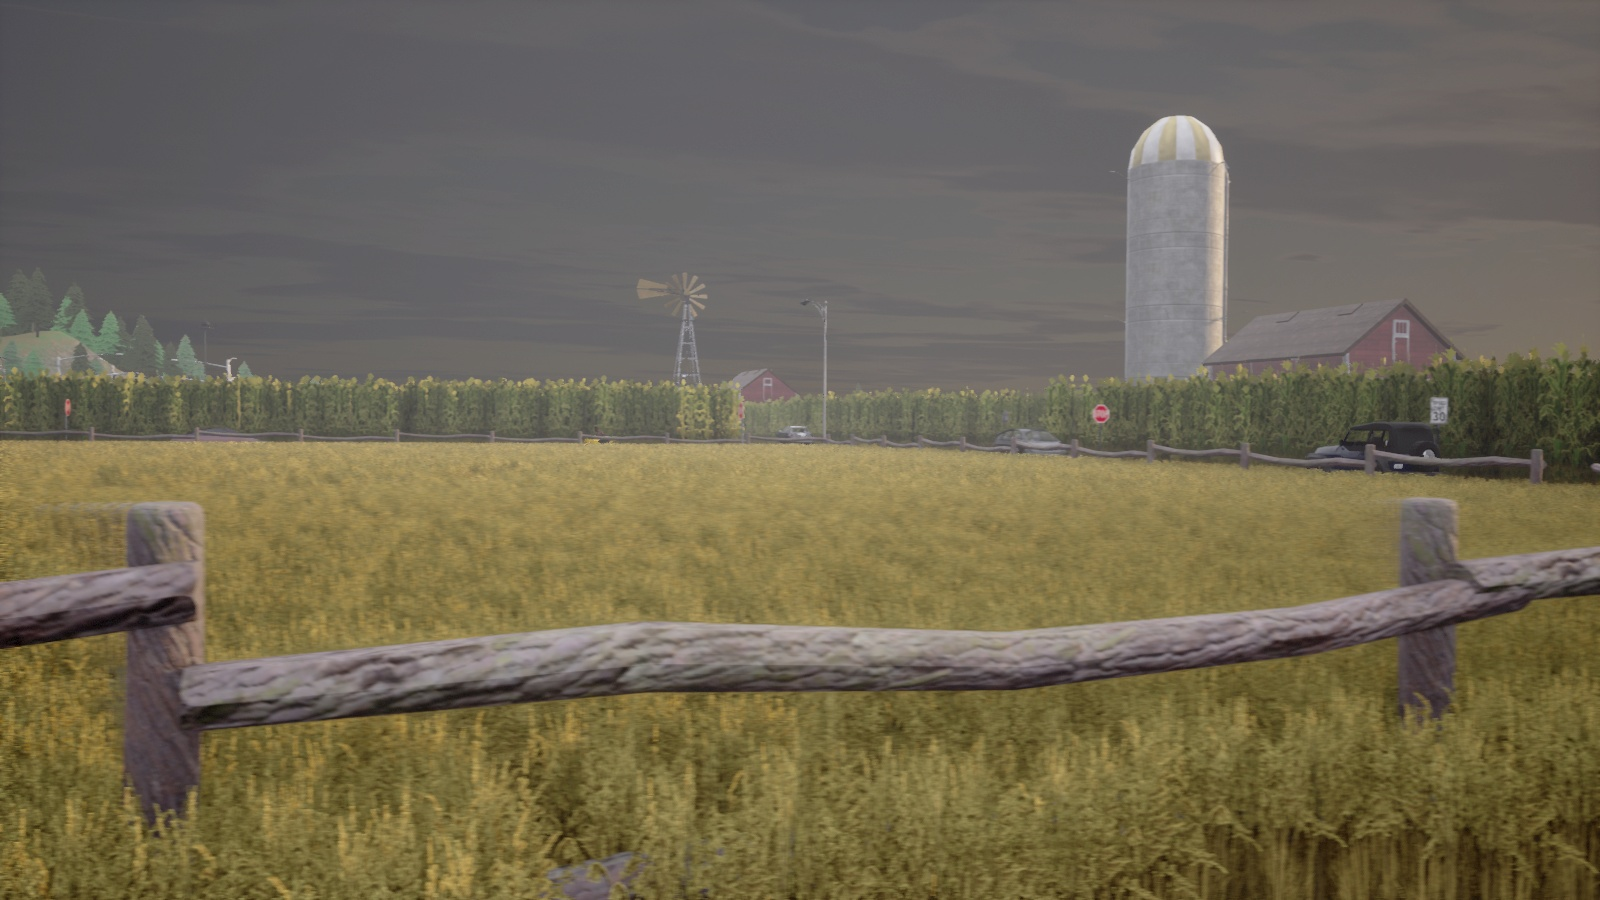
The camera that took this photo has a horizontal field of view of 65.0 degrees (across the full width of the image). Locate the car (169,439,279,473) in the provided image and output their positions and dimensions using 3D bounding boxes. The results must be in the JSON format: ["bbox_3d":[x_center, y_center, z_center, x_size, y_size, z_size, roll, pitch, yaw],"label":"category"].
[{"bbox_3d":[-25.415,0.231,55.590,4.181,1.385,1.994,-1,1,-17],"label":"car"}]

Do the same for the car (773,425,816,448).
[{"bbox_3d":[-0.414,-0.945,86.744,1.970,1.475,3.806,-1,2,-17],"label":"car"}]

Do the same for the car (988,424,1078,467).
[{"bbox_3d":[8.649,-0.205,46.906,1.789,1.549,3.705,-1,1,-17],"label":"car"}]

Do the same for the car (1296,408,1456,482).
[{"bbox_3d":[15.721,-0.171,34.510,1.905,1.878,3.866,-1,1,-17],"label":"car"}]
